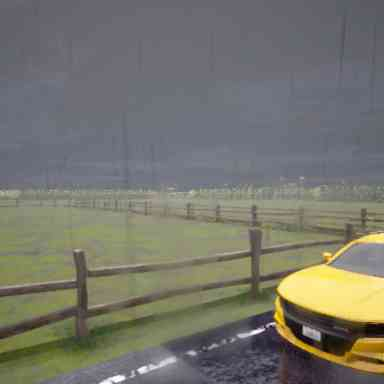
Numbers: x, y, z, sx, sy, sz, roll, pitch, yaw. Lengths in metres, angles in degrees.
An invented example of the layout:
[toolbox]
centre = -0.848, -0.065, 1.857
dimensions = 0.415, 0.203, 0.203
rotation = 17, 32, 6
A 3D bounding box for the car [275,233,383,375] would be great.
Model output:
[car]
centre = 3.508, 1.474, 5.552
dimensions = 5.008, 1.535, 1.882
rotation = 0, 0, -35
